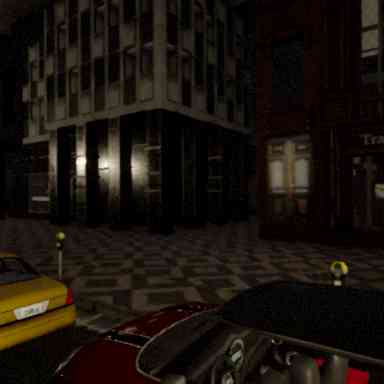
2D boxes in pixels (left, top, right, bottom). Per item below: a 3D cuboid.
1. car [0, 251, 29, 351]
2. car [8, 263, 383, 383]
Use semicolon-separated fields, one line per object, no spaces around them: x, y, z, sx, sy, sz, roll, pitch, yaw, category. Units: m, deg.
-4.045;1.586;5.842;4.829;1.417;1.752;-1;0;35;car
0.682;1.447;2.473;4.097;1.590;1.967;-1;0;35;car
